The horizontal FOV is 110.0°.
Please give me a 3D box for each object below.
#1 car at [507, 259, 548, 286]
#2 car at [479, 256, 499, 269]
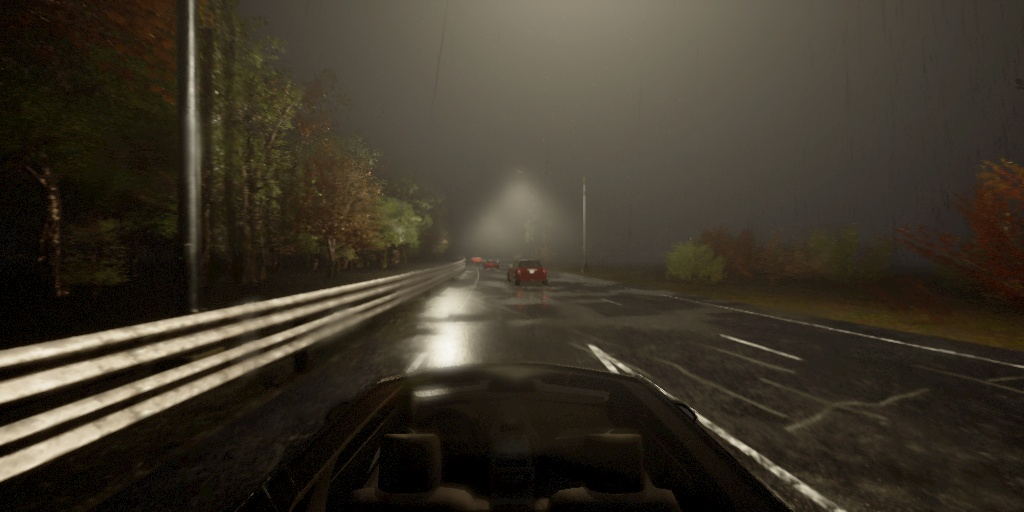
[{"bbox_3d":[0.928,0.989,24.348,2.097,1.767,4.553,0,0,-9],"label":"car"},{"bbox_3d":[-3.003,1.041,49.547,1.994,1.385,4.181,0,0,-9],"label":"car"}]
